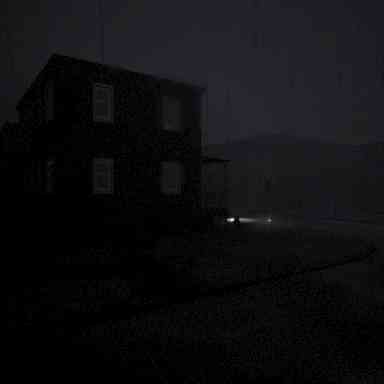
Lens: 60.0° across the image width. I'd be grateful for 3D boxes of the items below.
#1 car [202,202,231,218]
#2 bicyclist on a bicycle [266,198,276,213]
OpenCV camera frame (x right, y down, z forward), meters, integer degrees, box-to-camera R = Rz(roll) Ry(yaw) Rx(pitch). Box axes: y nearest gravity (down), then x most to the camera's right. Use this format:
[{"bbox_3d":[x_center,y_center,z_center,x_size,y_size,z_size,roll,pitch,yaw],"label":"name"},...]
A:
[{"bbox_3d":[1.601,1.564,29.688,1.994,1.385,4.181,0,0,-35],"label":"car"},{"bbox_3d":[8.284,1.348,34.774,1.656,1.620,0.582,0,0,-35],"label":"bicyclist on a bicycle"}]
